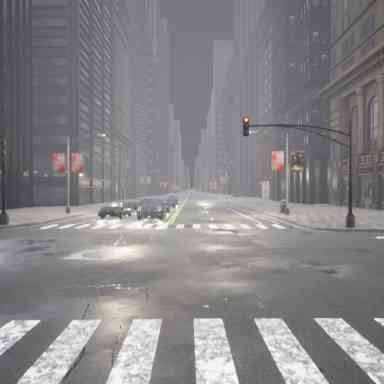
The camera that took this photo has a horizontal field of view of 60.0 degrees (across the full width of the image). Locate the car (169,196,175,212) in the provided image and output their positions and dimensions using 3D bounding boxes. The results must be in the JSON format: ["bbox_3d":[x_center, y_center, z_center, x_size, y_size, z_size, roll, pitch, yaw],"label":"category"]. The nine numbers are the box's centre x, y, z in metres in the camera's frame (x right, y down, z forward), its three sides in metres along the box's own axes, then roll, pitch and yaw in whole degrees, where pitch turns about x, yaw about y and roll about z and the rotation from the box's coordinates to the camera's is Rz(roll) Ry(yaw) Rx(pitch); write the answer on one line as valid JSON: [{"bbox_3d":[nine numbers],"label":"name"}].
[{"bbox_3d":[-3.328,1.519,37.515,2.033,1.411,5.357,0,0,0],"label":"car"}]

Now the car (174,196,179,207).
[{"bbox_3d":[-3.329,1.524,47.414,1.994,1.385,4.181,0,0,0],"label":"car"}]

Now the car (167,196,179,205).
[{"bbox_3d":[-3.286,1.447,57.788,1.837,1.490,4.892,0,0,0],"label":"car"}]

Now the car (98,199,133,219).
[{"bbox_3d":[-6.557,1.527,29.298,2.033,1.411,5.357,0,0,4],"label":"car"}]

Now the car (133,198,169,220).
[{"bbox_3d":[-3.333,1.333,28.040,2.097,1.767,4.553,0,0,0],"label":"car"}]

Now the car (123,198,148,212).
[{"bbox_3d":[-6.576,1.517,39.397,2.033,1.411,5.357,0,0,0],"label":"car"}]

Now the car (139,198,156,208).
[{"bbox_3d":[-6.575,1.558,49.483,1.895,1.301,4.718,0,0,0],"label":"car"}]
